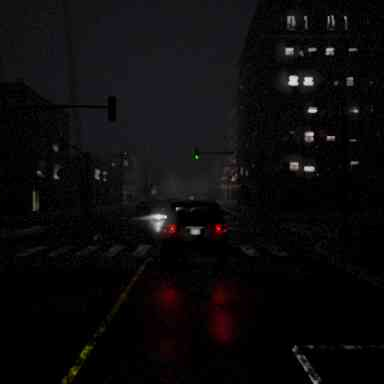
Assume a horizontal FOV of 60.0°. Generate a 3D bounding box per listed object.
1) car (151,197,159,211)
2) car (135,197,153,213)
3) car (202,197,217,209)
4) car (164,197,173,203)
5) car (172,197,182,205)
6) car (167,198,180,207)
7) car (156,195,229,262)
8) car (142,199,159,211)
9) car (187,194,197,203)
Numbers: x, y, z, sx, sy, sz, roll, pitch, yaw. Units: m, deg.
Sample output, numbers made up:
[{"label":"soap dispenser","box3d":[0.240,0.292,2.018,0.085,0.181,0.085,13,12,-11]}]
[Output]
[{"label":"car","box3d":[-3.110,1.664,38.887,2.128,1.511,4.902,0,0,0]},{"label":"car","box3d":[-5.774,1.725,40.470,1.887,1.381,4.507,1,0,0]},{"label":"car","box3d":[2.678,1.671,51.905,1.967,1.590,4.097,1,0,0]},{"label":"car","box3d":[-5.721,1.940,80.272,1.802,1.307,4.206,1,0,0]},{"label":"car","box3d":[-3.045,1.823,67.257,1.812,1.442,4.674,0,0,0]},{"label":"car","box3d":[-3.074,1.755,56.041,1.837,1.490,4.892,0,-1,1]},{"label":"car","box3d":[0.098,1.279,12.528,2.150,2.045,5.566,0,0,0]},{"label":"car","box3d":[-5.701,1.750,46.152,1.887,1.381,4.507,1,0,0]},{"label":"car","box3d":[-0.043,1.408,78.602,2.150,2.045,5.566,0,0,0]}]
